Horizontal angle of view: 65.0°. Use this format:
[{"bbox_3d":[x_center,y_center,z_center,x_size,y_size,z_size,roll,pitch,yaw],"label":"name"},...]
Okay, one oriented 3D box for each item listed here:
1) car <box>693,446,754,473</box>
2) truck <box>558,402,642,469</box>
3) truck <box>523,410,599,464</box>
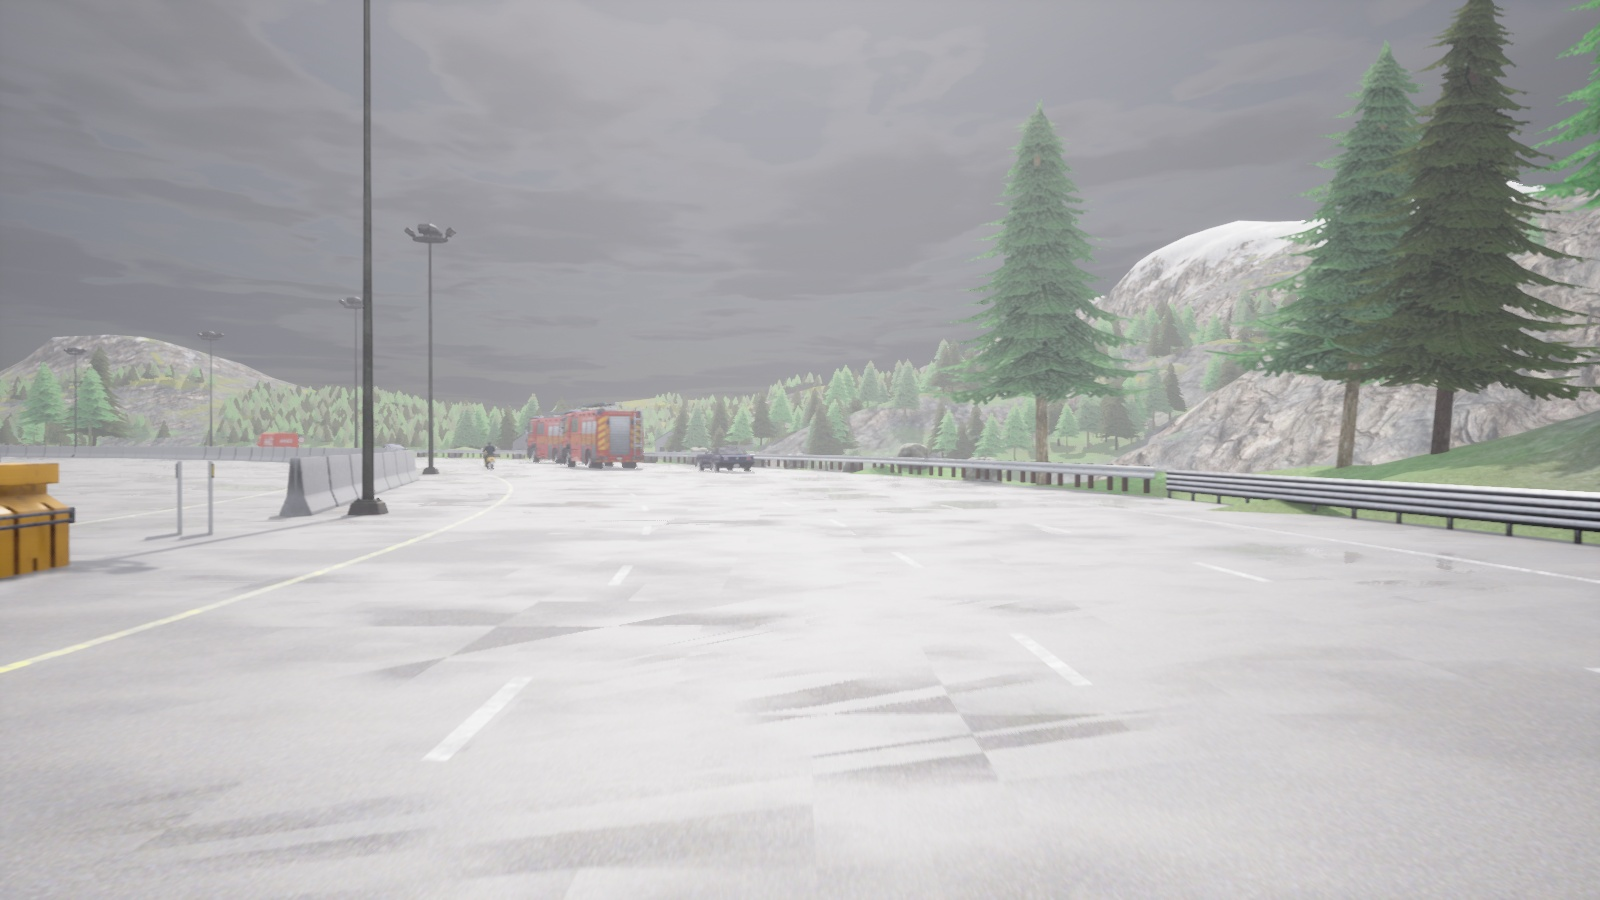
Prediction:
[{"bbox_3d":[-4.036,0.475,65.434,1.895,1.301,4.718,0,0,-21],"label":"car"},{"bbox_3d":[-12.196,-0.856,75.968,2.891,3.827,8.468,0,0,-24],"label":"truck"},{"bbox_3d":[-18.092,-0.966,94.617,2.891,3.827,8.468,0,0,-31],"label":"truck"}]
